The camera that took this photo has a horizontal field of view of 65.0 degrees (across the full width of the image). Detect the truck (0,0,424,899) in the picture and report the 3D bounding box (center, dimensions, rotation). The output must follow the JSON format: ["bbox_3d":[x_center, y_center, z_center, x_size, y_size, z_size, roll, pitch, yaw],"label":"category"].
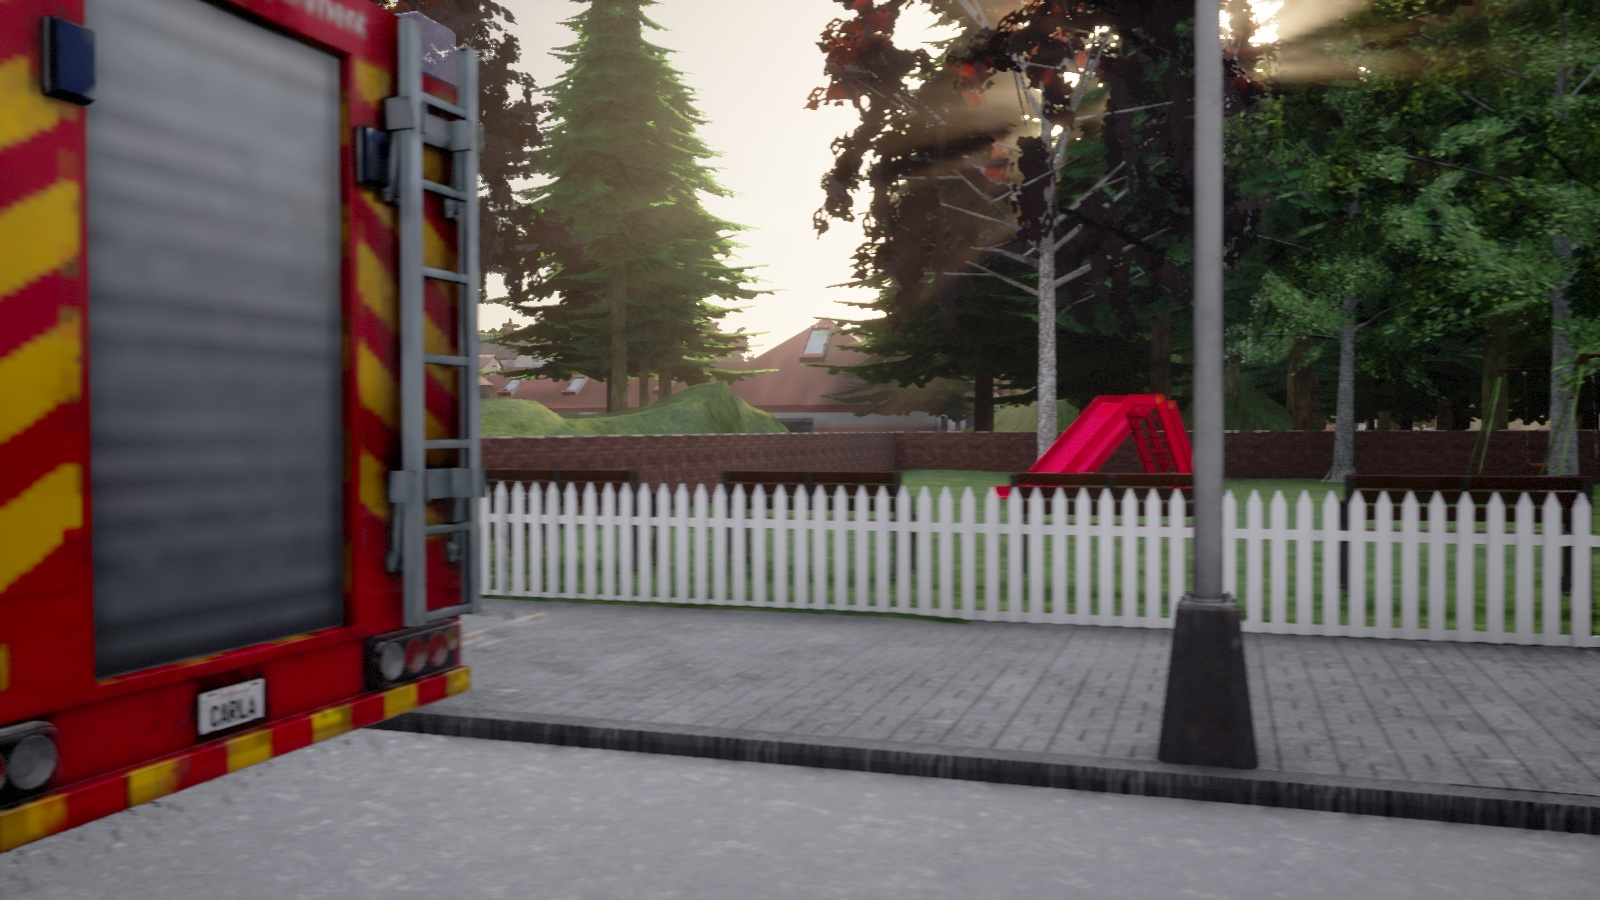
[{"bbox_3d":[-6.216,-0.454,5.800,8.468,3.827,2.891,1,1,19],"label":"truck"}]
